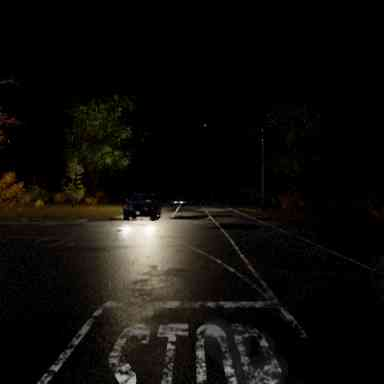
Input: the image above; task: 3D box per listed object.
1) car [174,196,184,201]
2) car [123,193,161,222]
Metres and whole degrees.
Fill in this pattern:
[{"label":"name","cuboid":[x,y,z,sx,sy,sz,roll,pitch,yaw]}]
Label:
[{"label":"car","cuboid":[-3.203,1.621,81.962,1.895,1.301,4.718,0,0,5]},{"label":"car","cuboid":[-3.532,1.093,24.440,2.150,2.045,5.566,1,-2,0]}]
